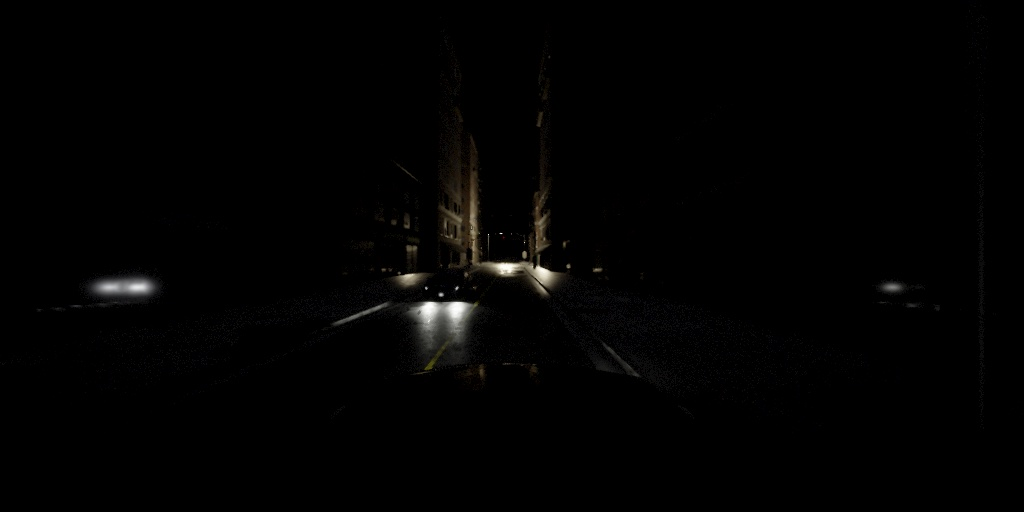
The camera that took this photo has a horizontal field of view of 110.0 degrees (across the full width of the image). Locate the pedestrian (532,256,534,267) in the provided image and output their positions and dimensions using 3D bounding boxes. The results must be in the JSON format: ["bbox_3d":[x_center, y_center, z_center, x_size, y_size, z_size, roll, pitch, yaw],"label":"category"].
[{"bbox_3d":[3.664,0.911,61.319,0.375,1.860,0.375,0,0,0],"label":"pedestrian"}]

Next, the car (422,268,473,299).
[{"bbox_3d":[-3.091,1.314,18.315,2.033,1.411,5.357,0,0,0],"label":"car"}]
